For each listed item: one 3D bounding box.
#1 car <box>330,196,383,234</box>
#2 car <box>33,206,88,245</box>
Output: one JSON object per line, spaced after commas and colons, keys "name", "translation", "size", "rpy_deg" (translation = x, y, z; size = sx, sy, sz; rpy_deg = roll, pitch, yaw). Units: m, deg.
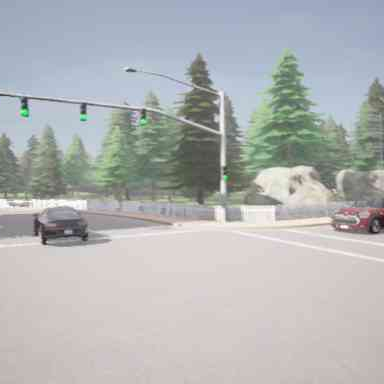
{"name": "car", "translation": [9.044, 0.984, 16.517], "size": [4.553, 1.767, 2.097], "rpy_deg": [-1, 1, -28]}
{"name": "car", "translation": [-5.998, 1.379, 15.011], "size": [1.812, 1.442, 4.674], "rpy_deg": [-1, 1, -30]}
